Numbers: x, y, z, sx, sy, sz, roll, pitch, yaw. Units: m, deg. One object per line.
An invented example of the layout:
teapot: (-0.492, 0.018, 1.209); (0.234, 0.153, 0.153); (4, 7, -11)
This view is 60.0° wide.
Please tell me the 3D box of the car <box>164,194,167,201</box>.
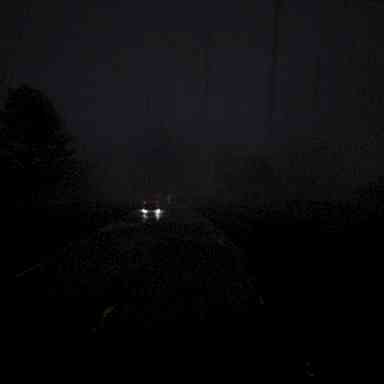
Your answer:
car: (-4.527, 1.273, 71.722); (1.812, 1.442, 4.674); (0, 0, -8)

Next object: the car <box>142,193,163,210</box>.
car: (-4.923, 1.206, 40.639); (2.097, 1.767, 4.553); (0, 0, -5)

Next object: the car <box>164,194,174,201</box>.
car: (-5.454, 1.234, 77.679); (1.837, 1.490, 4.892); (0, 0, -9)

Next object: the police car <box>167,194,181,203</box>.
police car: (-3.157, 1.204, 61.878); (1.930, 1.638, 5.238); (0, 0, -7)
